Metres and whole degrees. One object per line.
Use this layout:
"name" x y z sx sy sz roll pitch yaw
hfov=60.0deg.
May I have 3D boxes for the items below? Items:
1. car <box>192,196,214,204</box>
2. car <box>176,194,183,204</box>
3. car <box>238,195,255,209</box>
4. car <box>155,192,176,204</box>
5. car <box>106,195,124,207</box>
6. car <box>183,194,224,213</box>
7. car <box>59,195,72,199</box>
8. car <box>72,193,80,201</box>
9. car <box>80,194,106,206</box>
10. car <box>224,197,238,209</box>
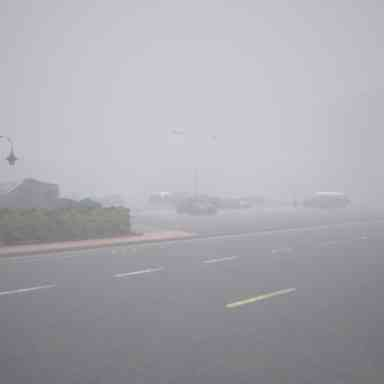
"car" 1.905 1.401 59.094 1.970 1.475 3.806 0 0 -35
"car" -3.525 1.142 76.560 1.932 1.855 4.605 0 0 -35
"car" 5.868 1.415 43.421 1.970 1.475 3.806 0 0 -35
"car" -5.924 1.146 74.941 1.905 1.878 3.866 0 0 -35
"car" -11.869 1.163 49.305 1.932 1.855 4.605 0 0 -35
"car" 1.333 1.175 40.173 1.932 1.855 4.605 0 0 -35
"car" -24.334 1.391 61.972 1.970 1.475 3.806 0 0 -35
"car" -21.959 1.151 63.628 1.905 1.878 3.866 0 0 -35
"car" -14.275 1.374 47.692 1.784 1.438 3.905 0 0 -35
"car" 3.499 1.385 41.757 1.784 1.438 3.905 0 0 -35
